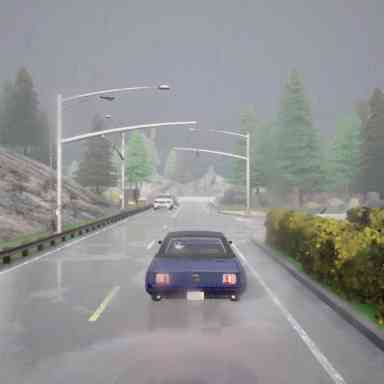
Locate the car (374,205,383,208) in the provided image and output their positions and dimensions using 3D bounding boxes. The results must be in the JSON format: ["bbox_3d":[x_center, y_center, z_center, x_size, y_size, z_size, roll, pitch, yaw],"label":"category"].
[{"bbox_3d":[15.491,1.763,27.836,4.718,1.301,1.895,0,0,0],"label":"car"}]

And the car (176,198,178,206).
[{"bbox_3d":[-3.539,1.351,55.978,2.097,1.767,4.553,0,0,1],"label":"car"}]

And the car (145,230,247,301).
[{"bbox_3d":[0.081,1.601,8.263,1.895,1.301,4.718,0,0,0],"label":"car"}]

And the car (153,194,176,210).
[{"bbox_3d":[-3.597,1.221,42.693,2.150,2.045,5.566,0,0,0],"label":"car"}]

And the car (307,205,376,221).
[{"bbox_3d":[10.205,1.765,24.004,4.718,1.301,1.895,0,0,-2],"label":"car"}]
